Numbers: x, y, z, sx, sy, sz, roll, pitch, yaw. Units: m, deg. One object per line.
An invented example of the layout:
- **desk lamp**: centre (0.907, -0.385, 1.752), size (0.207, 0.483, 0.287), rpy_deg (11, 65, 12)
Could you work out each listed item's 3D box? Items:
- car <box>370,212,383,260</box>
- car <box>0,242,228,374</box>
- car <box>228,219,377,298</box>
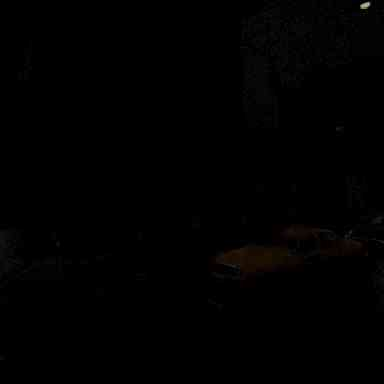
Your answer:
- **car**: centre (7.109, 1.441, 11.745), size (4.097, 1.590, 1.967), rpy_deg (0, 0, -36)
- **car**: centre (-1.734, 1.566, 5.415), size (4.313, 1.339, 1.947), rpy_deg (0, 0, -36)
- **car**: centre (2.549, 1.526, 8.481), size (4.829, 1.417, 1.752), rpy_deg (0, 0, -36)
